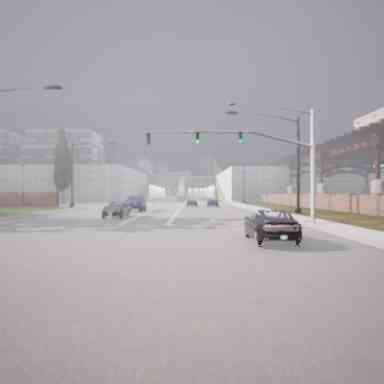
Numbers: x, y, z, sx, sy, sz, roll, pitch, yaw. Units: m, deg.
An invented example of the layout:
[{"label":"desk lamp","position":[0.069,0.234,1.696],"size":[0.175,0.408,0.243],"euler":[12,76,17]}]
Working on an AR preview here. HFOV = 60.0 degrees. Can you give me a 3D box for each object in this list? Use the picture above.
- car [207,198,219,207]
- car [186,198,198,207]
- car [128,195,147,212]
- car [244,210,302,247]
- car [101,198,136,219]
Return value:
[{"label":"car","position":[3.494,1.705,56.502],"size":[1.882,1.535,5.008],"euler":[0,0,0]},{"label":"car","position":[-0.006,1.757,56.502],"size":[1.812,1.442,4.674],"euler":[0,0,0]},{"label":"car","position":[-7.026,1.404,41.510],"size":[2.150,2.045,5.566],"euler":[0,0,0]},{"label":"car","position":[3.598,1.567,15.439],"size":[2.128,1.511,4.902],"euler":[0,0,0]},{"label":"car","position":[-7.036,1.636,31.108],"size":[2.128,1.511,4.902],"euler":[0,0,0]}]
